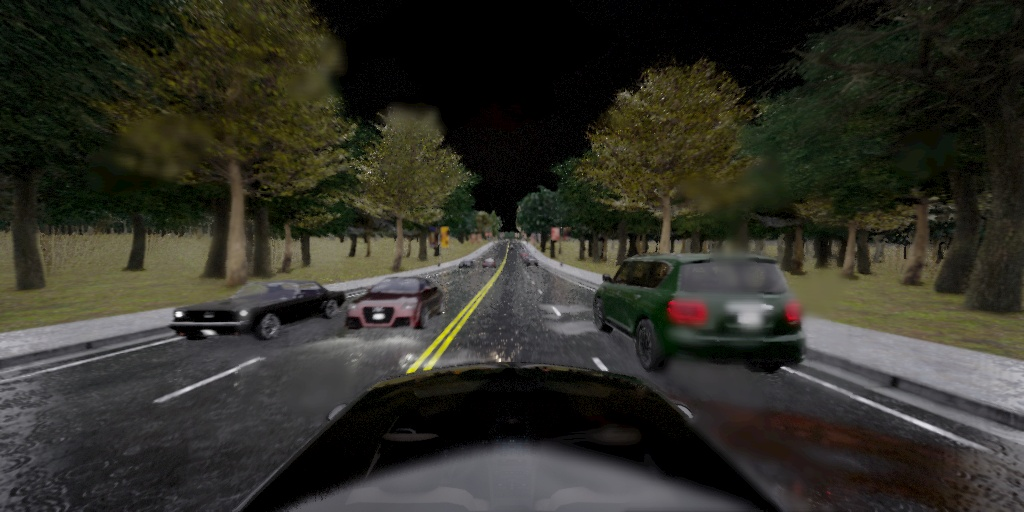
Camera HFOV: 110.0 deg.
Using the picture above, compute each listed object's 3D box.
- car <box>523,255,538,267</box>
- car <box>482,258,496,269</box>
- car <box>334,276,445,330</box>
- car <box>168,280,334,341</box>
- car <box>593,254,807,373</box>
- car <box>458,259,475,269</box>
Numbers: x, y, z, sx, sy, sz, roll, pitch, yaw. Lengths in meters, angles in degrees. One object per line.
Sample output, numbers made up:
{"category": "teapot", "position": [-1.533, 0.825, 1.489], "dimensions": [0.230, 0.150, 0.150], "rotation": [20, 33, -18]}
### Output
{"category": "car", "position": [3.233, 0.956, 57.973], "dimensions": [1.812, 1.442, 4.674], "rotation": [0, 1, 0]}
{"category": "car", "position": [-3.309, 1.069, 53.264], "dimensions": [1.812, 1.442, 4.674], "rotation": [0, 1, 1]}
{"category": "car", "position": [-3.347, 1.329, 10.975], "dimensions": [1.994, 1.385, 4.181], "rotation": [0, 0, 0]}
{"category": "car", "position": [-6.601, 1.363, 10.023], "dimensions": [1.895, 1.301, 4.718], "rotation": [0, 0, 0]}
{"category": "car", "position": [3.349, 0.980, 7.720], "dimensions": [2.150, 2.045, 5.566], "rotation": [0, 0, 0]}
{"category": "car", "position": [-6.561, 1.132, 52.071], "dimensions": [1.994, 1.385, 4.181], "rotation": [0, 1, 0]}
